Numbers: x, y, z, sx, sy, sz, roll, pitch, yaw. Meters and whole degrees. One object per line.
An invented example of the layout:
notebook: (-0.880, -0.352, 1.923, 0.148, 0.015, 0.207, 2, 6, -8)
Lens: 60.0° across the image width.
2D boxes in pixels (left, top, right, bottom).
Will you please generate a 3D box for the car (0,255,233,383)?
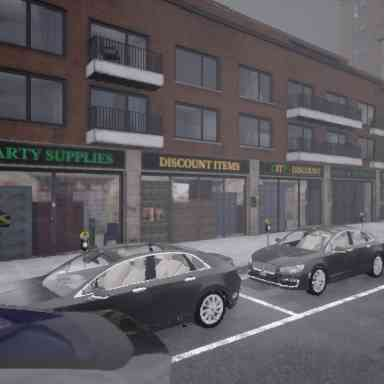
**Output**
car: (-2.303, 1.491, 1.428, 4.902, 1.511, 2.128, 0, 0, -35)

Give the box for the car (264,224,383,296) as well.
car: (3.335, 1.551, 8.565, 4.403, 1.369, 2.008, 0, 0, -35)

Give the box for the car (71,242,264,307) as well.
car: (-1.158, 1.551, 5.362, 4.403, 1.369, 2.008, 0, 0, -35)
